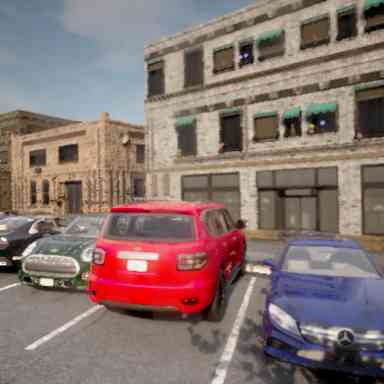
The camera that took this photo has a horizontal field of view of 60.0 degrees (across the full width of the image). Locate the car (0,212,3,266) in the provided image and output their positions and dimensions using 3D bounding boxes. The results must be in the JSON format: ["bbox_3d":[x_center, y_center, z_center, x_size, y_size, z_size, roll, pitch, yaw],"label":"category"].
[{"bbox_3d":[-4.893,1.489,10.929,2.231,1.521,4.892,0,-1,16],"label":"car"}]

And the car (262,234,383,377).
[{"bbox_3d":[2.280,1.525,5.826,2.002,1.452,4.674,1,-1,16],"label":"car"}]

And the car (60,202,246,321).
[{"bbox_3d":[-0.105,1.234,7.560,2.435,2.045,5.566,0,-1,16],"label":"car"}]

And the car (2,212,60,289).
[{"bbox_3d":[-2.482,1.359,9.262,2.185,1.767,4.553,1,-1,15],"label":"car"}]
